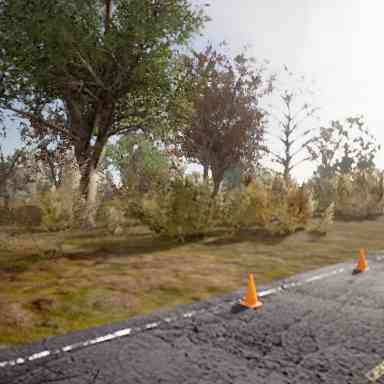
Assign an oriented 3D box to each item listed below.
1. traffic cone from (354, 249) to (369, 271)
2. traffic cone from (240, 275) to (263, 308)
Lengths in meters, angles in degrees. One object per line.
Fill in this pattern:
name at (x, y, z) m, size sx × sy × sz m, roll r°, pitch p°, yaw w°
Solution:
traffic cone at (5.009, 1.981, 9.809) m, size 0.340 × 0.580 × 0.340 m, roll 0°, pitch 0°, yaw -40°
traffic cone at (1.196, 1.968, 6.715) m, size 0.340 × 0.580 × 0.340 m, roll 0°, pitch 0°, yaw -38°
